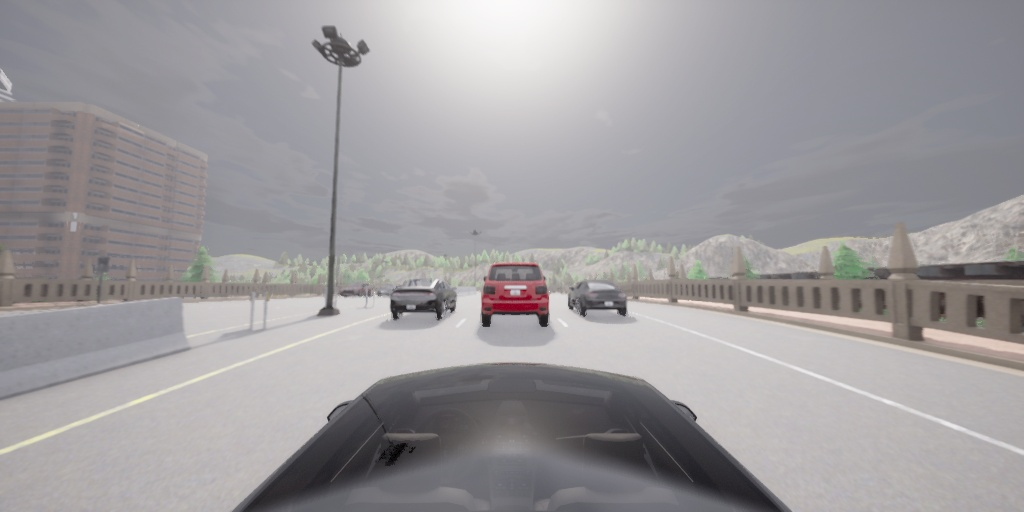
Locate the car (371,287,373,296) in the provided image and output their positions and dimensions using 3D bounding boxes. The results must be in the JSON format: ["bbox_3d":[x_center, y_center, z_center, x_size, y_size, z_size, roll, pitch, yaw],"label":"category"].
[{"bbox_3d":[-14.081,3.975,41.641,2.128,1.511,4.902,0,-5,0],"label":"car"}]

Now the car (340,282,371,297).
[{"bbox_3d":[-17.583,3.751,40.720,2.097,1.767,4.553,0,-5,0],"label":"car"}]

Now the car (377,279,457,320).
[{"bbox_3d":[-3.399,1.653,14.519,2.128,1.511,4.902,0,-3,0],"label":"car"}]

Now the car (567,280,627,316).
[{"bbox_3d":[3.602,1.754,15.624,1.812,1.442,4.674,0,-4,0],"label":"car"}]

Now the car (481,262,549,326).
[{"bbox_3d":[0.101,1.306,13.185,2.150,2.045,5.566,0,-3,0],"label":"car"}]
